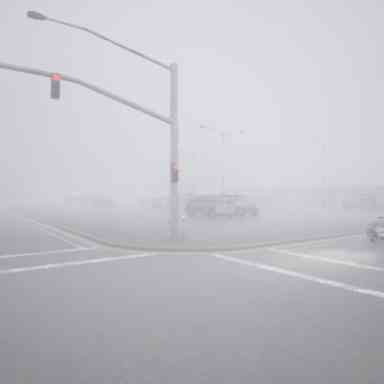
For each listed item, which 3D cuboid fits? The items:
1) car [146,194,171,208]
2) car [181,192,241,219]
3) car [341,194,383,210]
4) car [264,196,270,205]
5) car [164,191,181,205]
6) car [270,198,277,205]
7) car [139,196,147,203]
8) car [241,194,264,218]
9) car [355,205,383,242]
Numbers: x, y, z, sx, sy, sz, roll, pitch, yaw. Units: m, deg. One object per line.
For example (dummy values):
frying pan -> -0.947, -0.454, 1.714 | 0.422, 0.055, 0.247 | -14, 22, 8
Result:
car -> -3.986, 1.406, 44.028 | 1.970, 1.475, 3.806 | 0, 0, -35
car -> 1.393, 1.161, 26.546 | 1.932, 1.855, 4.605 | 0, 0, -35
car -> 19.865, 1.174, 39.424 | 1.905, 1.878, 3.866 | 0, 0, -35
car -> 9.817, 1.171, 53.777 | 1.932, 1.855, 4.605 | 0, 0, -35
car -> -3.358, 1.170, 62.947 | 1.932, 1.855, 4.605 | 0, 0, -35
car -> 12.228, 1.383, 55.383 | 1.784, 1.438, 3.905 | 0, 0, -35
car -> -7.903, 1.409, 59.713 | 1.970, 1.475, 3.806 | 0, 0, -35
car -> 3.797, 1.165, 28.159 | 1.905, 1.878, 3.866 | 0, 0, -35
car -> 9.885, 1.499, 15.102 | 4.902, 1.511, 2.128 | 0, 0, -34
